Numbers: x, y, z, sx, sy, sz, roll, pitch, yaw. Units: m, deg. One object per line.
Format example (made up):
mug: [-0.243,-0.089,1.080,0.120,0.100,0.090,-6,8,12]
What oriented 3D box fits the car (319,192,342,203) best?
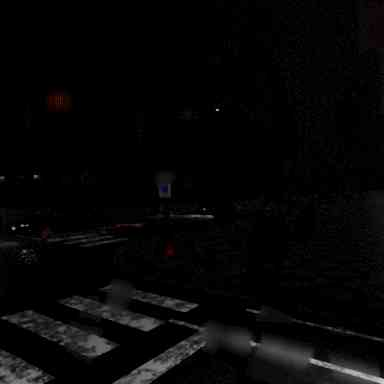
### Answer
car: [19.511,0.814,47.473,1.837,1.490,4.892,0,1,36]

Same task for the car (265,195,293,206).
car: [10.623,1.039,40.516,1.895,1.301,4.718,0,1,36]

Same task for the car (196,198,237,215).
car: [2.158,1.196,28.697,1.994,1.385,4.181,0,1,36]

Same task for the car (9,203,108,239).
car: [-6.460,1.338,16.637,1.837,1.490,4.892,0,1,36]

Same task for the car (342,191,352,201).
car: [25.394,0.653,55.701,1.882,1.535,5.008,0,1,36]
